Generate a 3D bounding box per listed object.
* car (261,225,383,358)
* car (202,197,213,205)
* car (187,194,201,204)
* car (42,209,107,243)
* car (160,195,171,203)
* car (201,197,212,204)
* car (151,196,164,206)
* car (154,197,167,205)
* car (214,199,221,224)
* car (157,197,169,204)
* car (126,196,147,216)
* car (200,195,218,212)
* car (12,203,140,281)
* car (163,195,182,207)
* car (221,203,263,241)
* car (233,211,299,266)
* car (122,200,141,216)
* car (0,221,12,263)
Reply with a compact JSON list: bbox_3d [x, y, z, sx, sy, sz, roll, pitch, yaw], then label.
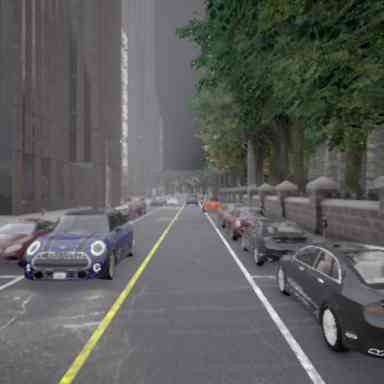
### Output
[{"bbox_3d":[2.766,1.559,5.987,2.008,1.369,4.403,0,0,0],"label":"car"},{"bbox_3d":[2.791,1.622,60.723,1.752,1.417,4.829,0,0,0],"label":"car"},{"bbox_3d":[0.028,1.448,59.180,2.033,1.411,5.357,0,0,0],"label":"car"},{"bbox_3d":[-5.755,1.606,16.898,1.802,1.307,4.206,0,0,0],"label":"car"},{"bbox_3d":[-5.729,1.558,71.469,1.967,1.590,4.097,0,0,0],"label":"car"},{"bbox_3d":[2.793,1.673,66.009,1.947,1.339,4.313,0,0,0],"label":"car"},{"bbox_3d":[-5.737,1.526,55.097,1.967,1.590,4.097,0,0,0],"label":"car"},{"bbox_3d":[-5.734,1.647,60.554,2.008,1.369,4.403,0,0,0],"label":"car"},{"bbox_3d":[2.773,1.471,22.357,1.967,1.590,4.097,0,0,0],"label":"car"},{"bbox_3d":[-5.732,1.652,66.011,1.887,1.381,4.507,0,0,0],"label":"car"},{"bbox_3d":[-5.747,1.362,33.269,2.192,1.841,5.009,0,0,0],"label":"car"},{"bbox_3d":[2.406,1.413,40.244,2.097,1.767,4.553,0,0,0],"label":"car"},{"bbox_3d":[-3.084,1.366,10.026,2.097,1.767,4.553,0,0,0],"label":"car"},{"bbox_3d":[-3.038,1.607,52.818,1.812,1.442,4.674,0,0,0],"label":"car"},{"bbox_3d":[2.771,1.464,16.901,1.967,1.590,4.097,0,0,0],"label":"car"},{"bbox_3d":[2.768,1.567,11.444,2.008,1.369,4.403,0,0,0],"label":"car"},{"bbox_3d":[-5.749,1.621,27.812,1.802,1.307,4.206,0,0,0],"label":"car"},{"bbox_3d":[-5.757,1.598,11.441,1.802,1.307,4.206,0,0,0],"label":"car"}]
